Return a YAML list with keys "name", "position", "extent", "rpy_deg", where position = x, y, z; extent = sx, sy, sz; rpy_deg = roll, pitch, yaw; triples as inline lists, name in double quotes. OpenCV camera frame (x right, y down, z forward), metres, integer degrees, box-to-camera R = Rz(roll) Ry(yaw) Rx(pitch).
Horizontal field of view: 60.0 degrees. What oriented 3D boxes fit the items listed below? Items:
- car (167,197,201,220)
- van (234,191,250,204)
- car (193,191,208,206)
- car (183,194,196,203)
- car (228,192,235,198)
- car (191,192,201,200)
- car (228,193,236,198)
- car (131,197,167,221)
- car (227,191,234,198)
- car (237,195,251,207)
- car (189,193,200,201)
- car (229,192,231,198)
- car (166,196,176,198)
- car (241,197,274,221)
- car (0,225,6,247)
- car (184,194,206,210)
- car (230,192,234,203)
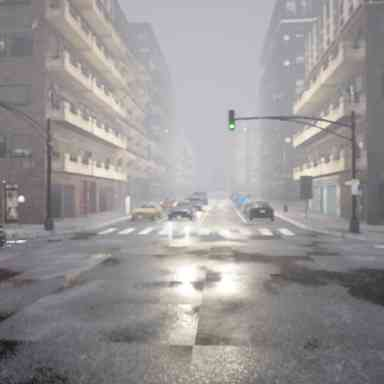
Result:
- name: "car"
  position: [-0.696, 1.361, 26.236]
  extent: [2.033, 1.411, 5.357]
  rpy_deg: [0, 0, 5]
- name: "van"
  position: [6.465, 0.986, 41.617]
  extent: [1.690, 1.788, 3.998]
  rpy_deg: [1, 0, 5]
- name: "car"
  position: [1.122, 0.872, 46.794]
  extent: [2.150, 2.045, 5.566]
  rpy_deg: [0, 0, 6]
- name: "car"
  position: [-0.424, 1.120, 59.207]
  extent: [1.887, 1.381, 4.507]
  rpy_deg: [1, 0, 5]
- name: "car"
  position: [10.861, 0.776, 92.382]
  extent: [1.752, 1.417, 4.829]
  rpy_deg: [1, 0, 5]
- name: "car"
  position: [1.038, 0.885, 76.071]
  extent: [1.967, 1.590, 4.097]
  rpy_deg: [1, 0, 5]
- name: "car"
  position: [10.359, 0.846, 86.590]
  extent: [2.008, 1.369, 4.403]
  rpy_deg: [1, 0, 5]
- name: "car"
  position: [-3.360, 1.368, 25.309]
  extent: [1.752, 1.417, 4.829]
  rpy_deg: [1, 1, 5]
- name: "car"
  position: [8.900, 0.740, 69.723]
  extent: [2.192, 1.841, 5.009]
  rpy_deg: [1, 0, 5]
- name: "car"
  position: [5.489, 1.284, 30.376]
  extent: [2.008, 1.369, 4.403]
  rpy_deg: [1, 0, 5]
- name: "car"
  position: [0.550, 1.039, 70.450]
  extent: [2.008, 1.369, 4.403]
  rpy_deg: [1, 0, 5]
- name: "car"
  position: [7.924, 1.094, 58.483]
  extent: [1.802, 1.307, 4.206]
  rpy_deg: [1, 0, 5]
- name: "car"
  position: [-2.372, 1.192, 36.721]
  extent: [1.967, 1.590, 4.097]
  rpy_deg: [1, 1, 5]
- name: "car"
  position: [5.002, 1.344, 24.755]
  extent: [1.947, 1.339, 4.313]
  rpy_deg: [1, 0, 5]
- name: "car"
  position: [-8.668, 1.456, 11.262]
  extent: [4.902, 1.511, 2.128]
  rpy_deg: [0, -1, 19]
- name: "car"
  position: [0.167, 1.261, 36.102]
  extent: [1.812, 1.442, 4.674]
  rpy_deg: [0, 0, 5]
- name: "car"
  position: [7.452, 1.080, 53.031]
  extent: [1.752, 1.417, 4.829]
  rpy_deg: [1, 0, 5]
